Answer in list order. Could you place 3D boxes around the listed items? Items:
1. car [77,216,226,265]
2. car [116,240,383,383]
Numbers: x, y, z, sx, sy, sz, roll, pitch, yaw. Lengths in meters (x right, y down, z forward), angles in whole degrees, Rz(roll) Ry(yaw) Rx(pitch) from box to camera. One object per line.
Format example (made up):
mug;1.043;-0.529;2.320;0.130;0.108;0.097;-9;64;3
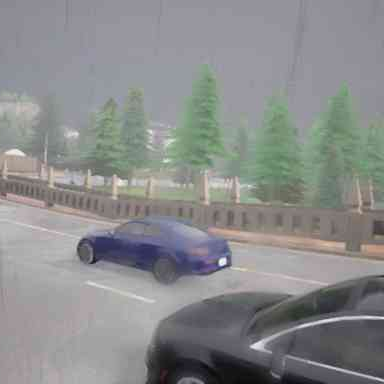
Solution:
car;-1.154;1.391;9.115;4.674;1.442;1.812;2;1;36
car;1.760;1.504;2.736;4.892;1.490;1.837;0;0;35
